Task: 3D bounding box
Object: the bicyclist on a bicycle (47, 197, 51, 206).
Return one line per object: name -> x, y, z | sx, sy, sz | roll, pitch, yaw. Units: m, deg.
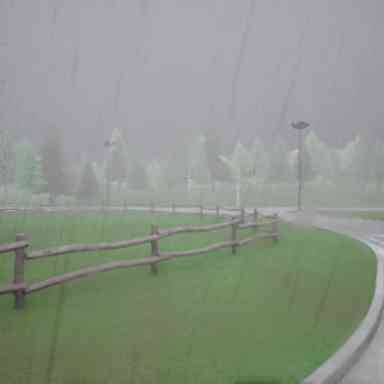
bicyclist on a bicycle -> -25.929, 1.798, 60.445 | 0.582, 1.620, 1.656 | 0, 0, -5
